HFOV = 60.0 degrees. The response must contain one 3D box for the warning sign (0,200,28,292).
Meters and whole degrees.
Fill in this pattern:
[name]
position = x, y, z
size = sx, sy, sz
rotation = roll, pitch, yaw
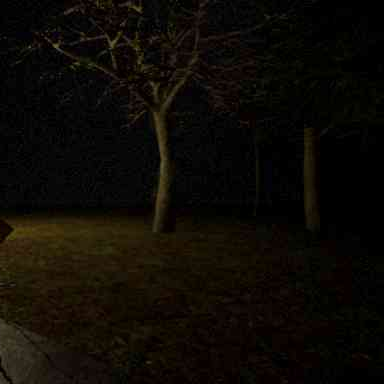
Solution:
[warning sign]
position = -4.427, 1.134, 7.018
size = 1.060, 1.860, 1.300
rotation = -2, 0, 35
